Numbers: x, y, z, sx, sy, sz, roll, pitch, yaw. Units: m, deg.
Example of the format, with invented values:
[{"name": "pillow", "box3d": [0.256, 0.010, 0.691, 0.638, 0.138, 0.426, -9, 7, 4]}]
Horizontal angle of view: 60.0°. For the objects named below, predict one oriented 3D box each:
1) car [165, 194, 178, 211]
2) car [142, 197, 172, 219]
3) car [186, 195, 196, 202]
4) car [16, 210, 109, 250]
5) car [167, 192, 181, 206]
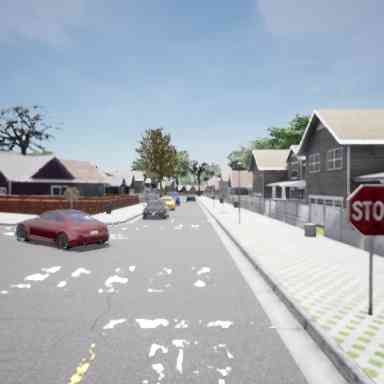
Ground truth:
[{"name": "car", "box3d": [-2.955, 1.328, 38.526, 1.882, 1.535, 5.008, 0, 0, 0]}, {"name": "car", "box3d": [-2.923, 1.387, 27.534, 1.837, 1.490, 4.892, 0, 0, 0]}, {"name": "car", "box3d": [-0.198, 1.274, 69.154, 1.882, 1.535, 5.008, 0, 0, 0]}, {"name": "car", "box3d": [-5.438, 1.436, 13.875, 4.181, 1.385, 1.994, 3, 2, 33]}, {"name": "car", "box3d": [-2.982, 1.043, 51.661, 2.150, 2.045, 5.566, 0, 0, -1]}]
